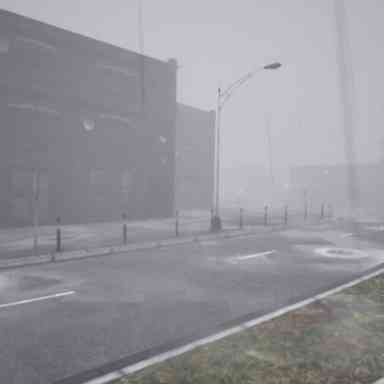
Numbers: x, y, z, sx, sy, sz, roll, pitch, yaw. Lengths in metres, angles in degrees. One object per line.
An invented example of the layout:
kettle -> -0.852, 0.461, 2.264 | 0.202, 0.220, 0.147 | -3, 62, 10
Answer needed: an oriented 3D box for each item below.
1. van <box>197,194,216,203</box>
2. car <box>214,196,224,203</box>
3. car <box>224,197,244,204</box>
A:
van -> 3.427, 1.486, 77.602 | 1.878, 1.987, 4.442 | 1, 0, 41
car -> 5.725, 1.635, 75.818 | 2.185, 1.767, 4.553 | 1, -1, 41
car -> 9.803, 1.864, 72.228 | 2.163, 1.488, 4.792 | 1, -1, 41
